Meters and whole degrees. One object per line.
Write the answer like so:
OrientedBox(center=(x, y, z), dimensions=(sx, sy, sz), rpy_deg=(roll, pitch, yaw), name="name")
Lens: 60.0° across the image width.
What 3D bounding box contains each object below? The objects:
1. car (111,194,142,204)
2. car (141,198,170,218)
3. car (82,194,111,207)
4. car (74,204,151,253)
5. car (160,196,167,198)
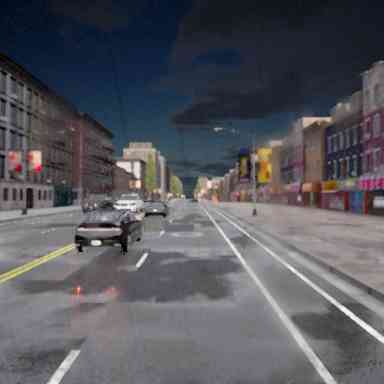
OrientedBox(center=(-6.585, 1.228, 35.164), dimensions=(2.150, 2.045, 5.566), rpy_deg=(0, 0, 0), name="car")
OrientedBox(center=(-3.143, 1.543, 30.346), dimensions=(1.994, 1.385, 4.181), rpy_deg=(0, 0, 0), name="car")
OrientedBox(center=(-9.835, 1.228, 35.164), dimensions=(2.150, 2.045, 5.566), rpy_deg=(0, 0, 0), name="car")
OrientedBox(center=(-3.146, 1.453, 13.357), dimensions=(2.128, 1.511, 4.902), rpy_deg=(0, 0, 0), name="car")
OrientedBox(center=(-6.477, 1.805, 75.719), dimensions=(2.097, 1.767, 4.553), rpy_deg=(0, -1, 0), name="car")
